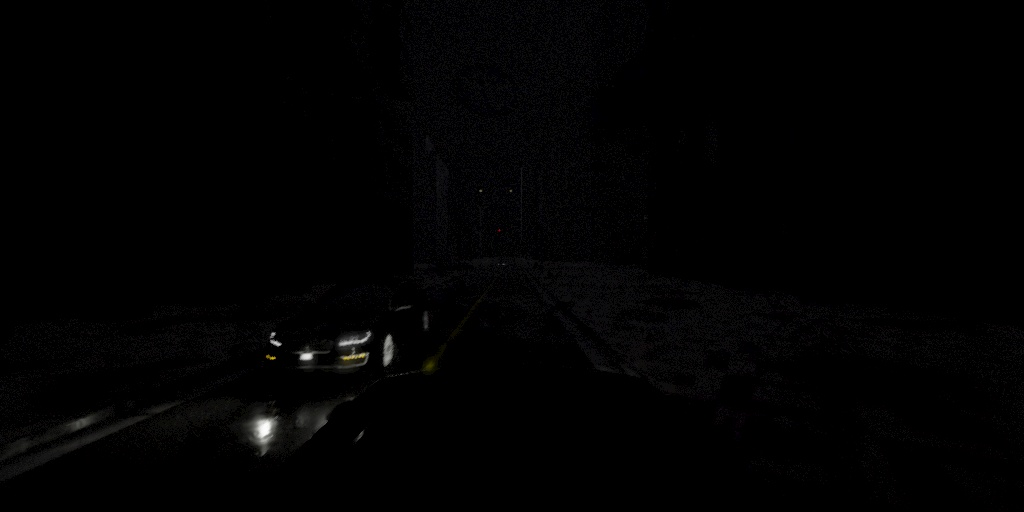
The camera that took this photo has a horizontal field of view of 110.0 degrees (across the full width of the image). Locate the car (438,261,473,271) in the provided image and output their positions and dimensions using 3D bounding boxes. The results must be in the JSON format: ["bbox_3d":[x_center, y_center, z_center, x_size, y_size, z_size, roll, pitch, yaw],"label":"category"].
[{"bbox_3d":[-8.006,1.349,51.087,4.902,1.511,2.128,0,0,0],"label":"car"}]

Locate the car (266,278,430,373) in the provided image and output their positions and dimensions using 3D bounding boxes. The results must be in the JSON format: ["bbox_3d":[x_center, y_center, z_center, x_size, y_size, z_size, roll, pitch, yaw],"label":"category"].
[{"bbox_3d":[-3.100,1.272,7.839,1.837,1.490,4.892,0,0,0],"label":"car"}]
